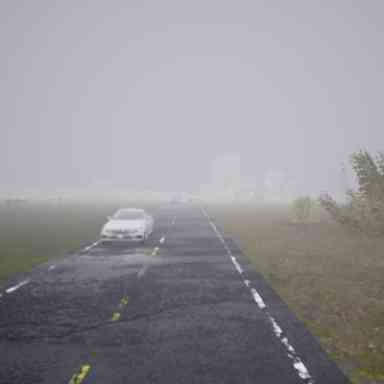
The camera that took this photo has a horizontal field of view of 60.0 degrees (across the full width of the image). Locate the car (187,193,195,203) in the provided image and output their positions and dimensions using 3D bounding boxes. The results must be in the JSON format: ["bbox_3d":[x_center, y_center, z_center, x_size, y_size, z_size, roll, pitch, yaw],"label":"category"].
[{"bbox_3d":[0.018,1.539,67.881,1.812,1.442,4.674,0,0,0],"label":"car"}]

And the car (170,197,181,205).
[{"bbox_3d":[-2.770,1.561,57.316,2.033,1.411,5.357,0,0,1],"label":"car"}]

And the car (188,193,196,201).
[{"bbox_3d":[0.023,1.165,84.414,2.150,2.045,5.566,0,0,0],"label":"car"}]

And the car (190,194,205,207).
[{"bbox_3d":[0.976,1.456,50.258,1.801,1.575,5.366,0,0,0],"label":"car"}]

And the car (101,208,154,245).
[{"bbox_3d":[-2.847,1.495,15.586,1.812,1.442,4.674,0,0,0],"label":"car"}]
